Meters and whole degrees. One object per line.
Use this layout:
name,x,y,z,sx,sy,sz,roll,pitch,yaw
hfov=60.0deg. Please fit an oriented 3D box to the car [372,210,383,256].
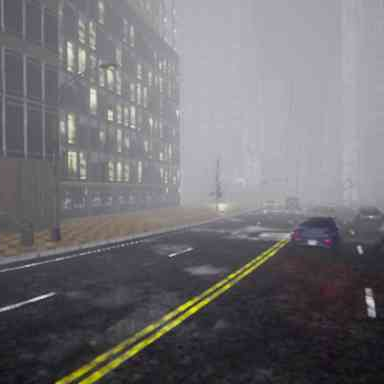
car,8.271,1.651,12.803,1.812,1.442,4.674,0,0,25

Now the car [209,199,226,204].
car,6.576,2.367,85.611,4.313,1.339,1.947,0,0,20

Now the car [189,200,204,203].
car,1.229,2.375,87.545,4.206,1.307,1.802,0,0,20

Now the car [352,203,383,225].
car,13.969,1.821,26.526,1.994,1.385,4.181,0,-1,21

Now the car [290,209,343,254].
car,5.327,1.673,14.186,1.812,1.442,4.674,0,0,24

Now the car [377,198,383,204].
car,43.313,2.165,72.730,5.009,1.841,2.192,0,0,20

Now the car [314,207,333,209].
car,10.872,1.879,27.515,1.895,1.301,4.718,0,-1,21

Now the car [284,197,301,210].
car,15.513,1.746,51.310,2.150,2.045,5.566,0,-1,19

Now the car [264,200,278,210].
car,12.460,2.027,52.428,1.882,1.535,5.008,0,-1,19
